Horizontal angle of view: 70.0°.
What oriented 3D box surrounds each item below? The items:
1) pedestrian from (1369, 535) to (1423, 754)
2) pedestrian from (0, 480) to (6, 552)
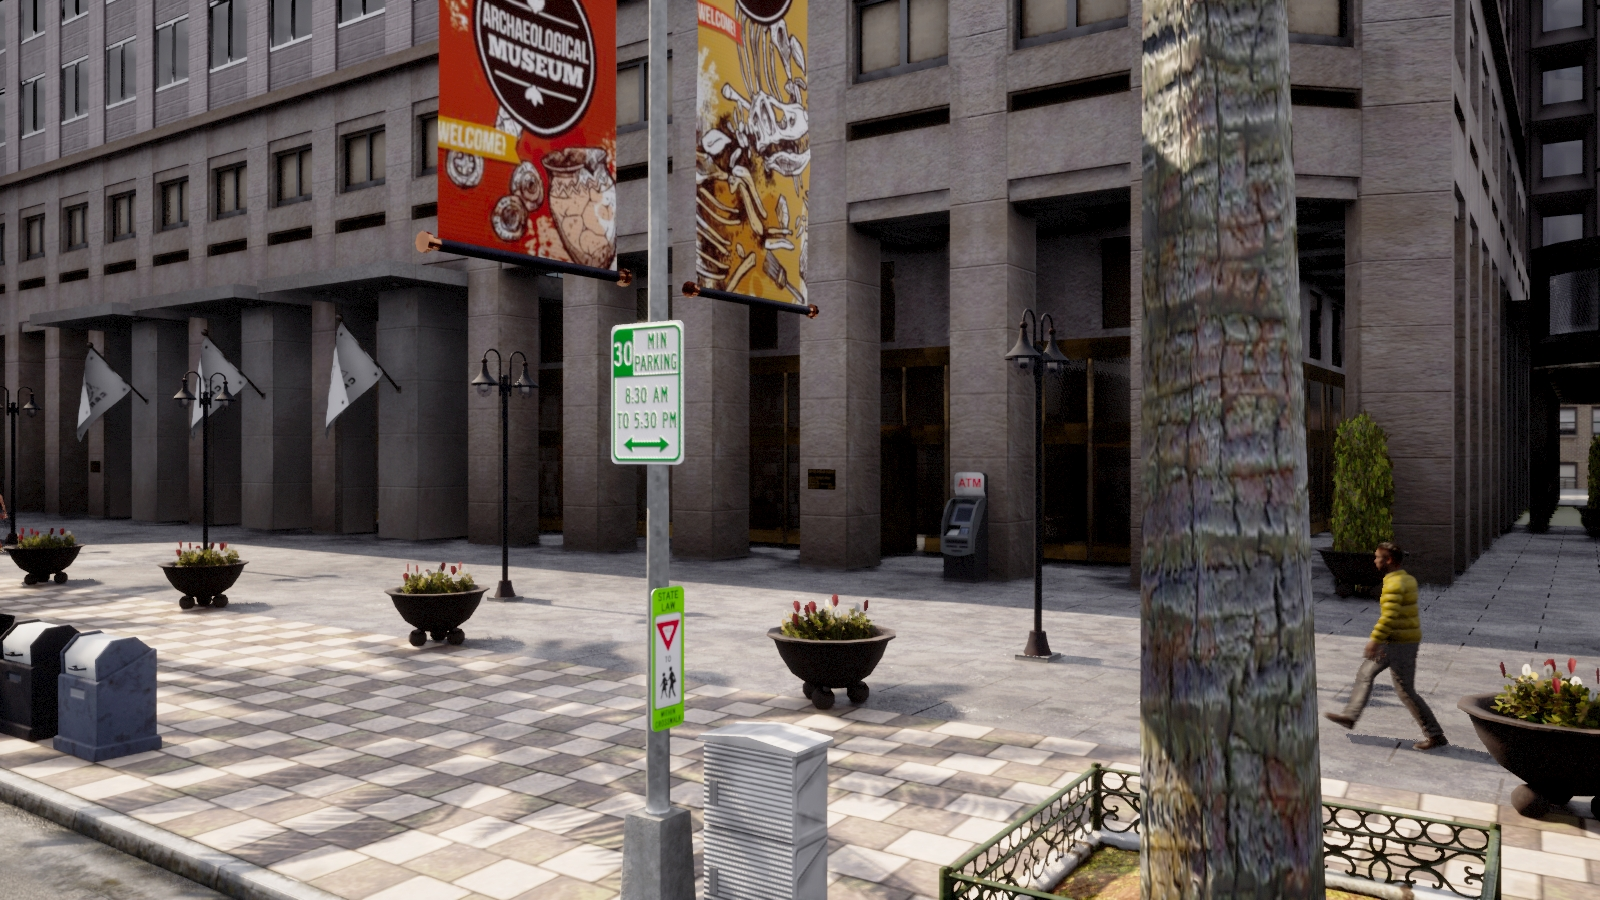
[{"bbox_3d":[5.294,1.701,10.151,0.375,1.860,0.375,0,0,35],"label":"pedestrian"},{"bbox_3d":[-20.907,1.704,29.658,0.375,1.860,0.375,0,0,34],"label":"pedestrian"}]
